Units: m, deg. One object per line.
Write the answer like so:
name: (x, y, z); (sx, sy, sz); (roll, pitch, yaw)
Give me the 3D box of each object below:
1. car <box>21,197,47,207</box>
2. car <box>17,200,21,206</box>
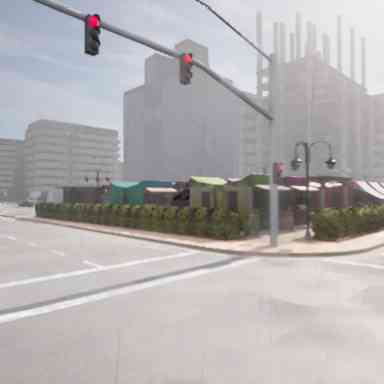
car: (-29.077, 1.797, 62.116); (3.866, 1.878, 1.905); (0, -1, -45)
car: (-31.065, 1.820, 64.221); (4.605, 1.855, 1.932); (0, -1, -45)
